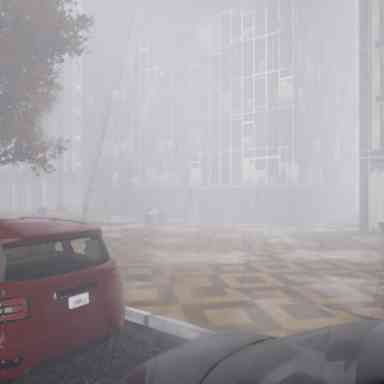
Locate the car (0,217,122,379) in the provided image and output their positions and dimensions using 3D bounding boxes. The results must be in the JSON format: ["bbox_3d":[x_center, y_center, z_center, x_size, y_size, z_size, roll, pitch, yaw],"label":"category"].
[{"bbox_3d":[-3.235,1.323,5.178,5.009,1.841,2.192,0,0,35],"label":"car"}]

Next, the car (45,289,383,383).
[{"bbox_3d":[1.265,1.566,1.975,4.313,1.339,1.947,0,0,35],"label":"car"}]
